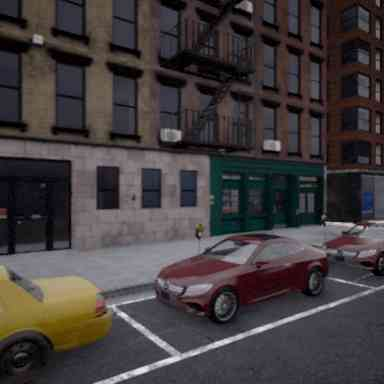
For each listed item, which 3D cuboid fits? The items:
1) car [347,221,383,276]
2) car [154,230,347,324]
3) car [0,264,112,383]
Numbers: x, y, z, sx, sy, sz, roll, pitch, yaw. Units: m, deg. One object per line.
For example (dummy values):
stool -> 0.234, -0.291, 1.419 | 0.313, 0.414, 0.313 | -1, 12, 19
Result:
car -> 5.729, 1.581, 10.274 | 4.206, 1.307, 1.802 | 0, 0, -36
car -> 1.238, 1.581, 7.069 | 4.206, 1.307, 1.802 | 0, 0, -36
car -> -3.393, 1.526, 3.766 | 4.829, 1.417, 1.752 | 0, 0, -36
